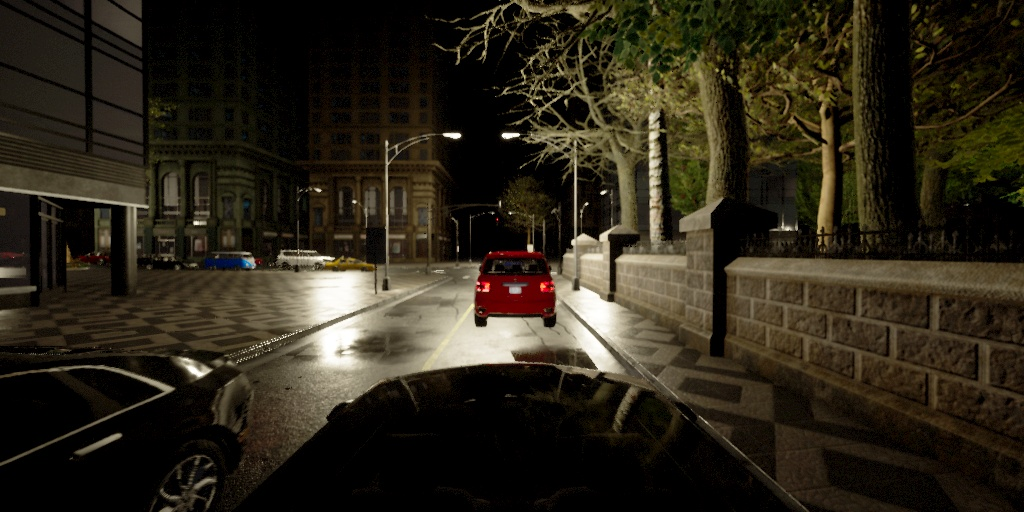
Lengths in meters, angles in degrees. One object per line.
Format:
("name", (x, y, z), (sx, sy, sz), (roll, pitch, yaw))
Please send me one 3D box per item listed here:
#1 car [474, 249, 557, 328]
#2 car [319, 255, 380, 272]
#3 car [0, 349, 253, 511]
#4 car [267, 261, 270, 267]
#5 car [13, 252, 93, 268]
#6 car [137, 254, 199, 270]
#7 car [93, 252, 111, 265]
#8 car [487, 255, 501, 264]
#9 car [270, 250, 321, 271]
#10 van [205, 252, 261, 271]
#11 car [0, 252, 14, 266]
("car", (0.100, 0.880, 11.207), (2.150, 2.045, 5.566), (0, 1, 0))
("car", (-14.937, 0.838, 33.529), (4.829, 1.417, 1.751), (0, 0, 0))
("car", (-3.100, 1.261, 1.016), (1.837, 1.490, 4.892), (0, 1, 0))
("car", (-26.306, 0.673, 42.121), (4.313, 1.339, 1.948), (0, 0, 0))
("car", (-43.035, 0.489, 33.693), (4.829, 1.417, 1.751), (0, 0, 0))
("car", (-31.966, 0.671, 33.629), (4.403, 1.370, 2.007), (0, 0, 0))
("car", (-48.779, 0.237, 42.252), (4.097, 1.591, 1.967), (0, 0, 0))
("car", (-3.057, 0.603, 61.070), (2.033, 1.411, 5.357), (0, 1, 0))
("car", (-20.662, 0.450, 36.214), (5.566, 2.045, 2.150), (1, 1, 0))
("van", (-26.348, 0.532, 33.596), (3.998, 1.789, 1.690), (0, 0, 0))
("car", (-48.822, 0.431, 33.727), (4.403, 1.370, 2.007), (0, 0, 0))
